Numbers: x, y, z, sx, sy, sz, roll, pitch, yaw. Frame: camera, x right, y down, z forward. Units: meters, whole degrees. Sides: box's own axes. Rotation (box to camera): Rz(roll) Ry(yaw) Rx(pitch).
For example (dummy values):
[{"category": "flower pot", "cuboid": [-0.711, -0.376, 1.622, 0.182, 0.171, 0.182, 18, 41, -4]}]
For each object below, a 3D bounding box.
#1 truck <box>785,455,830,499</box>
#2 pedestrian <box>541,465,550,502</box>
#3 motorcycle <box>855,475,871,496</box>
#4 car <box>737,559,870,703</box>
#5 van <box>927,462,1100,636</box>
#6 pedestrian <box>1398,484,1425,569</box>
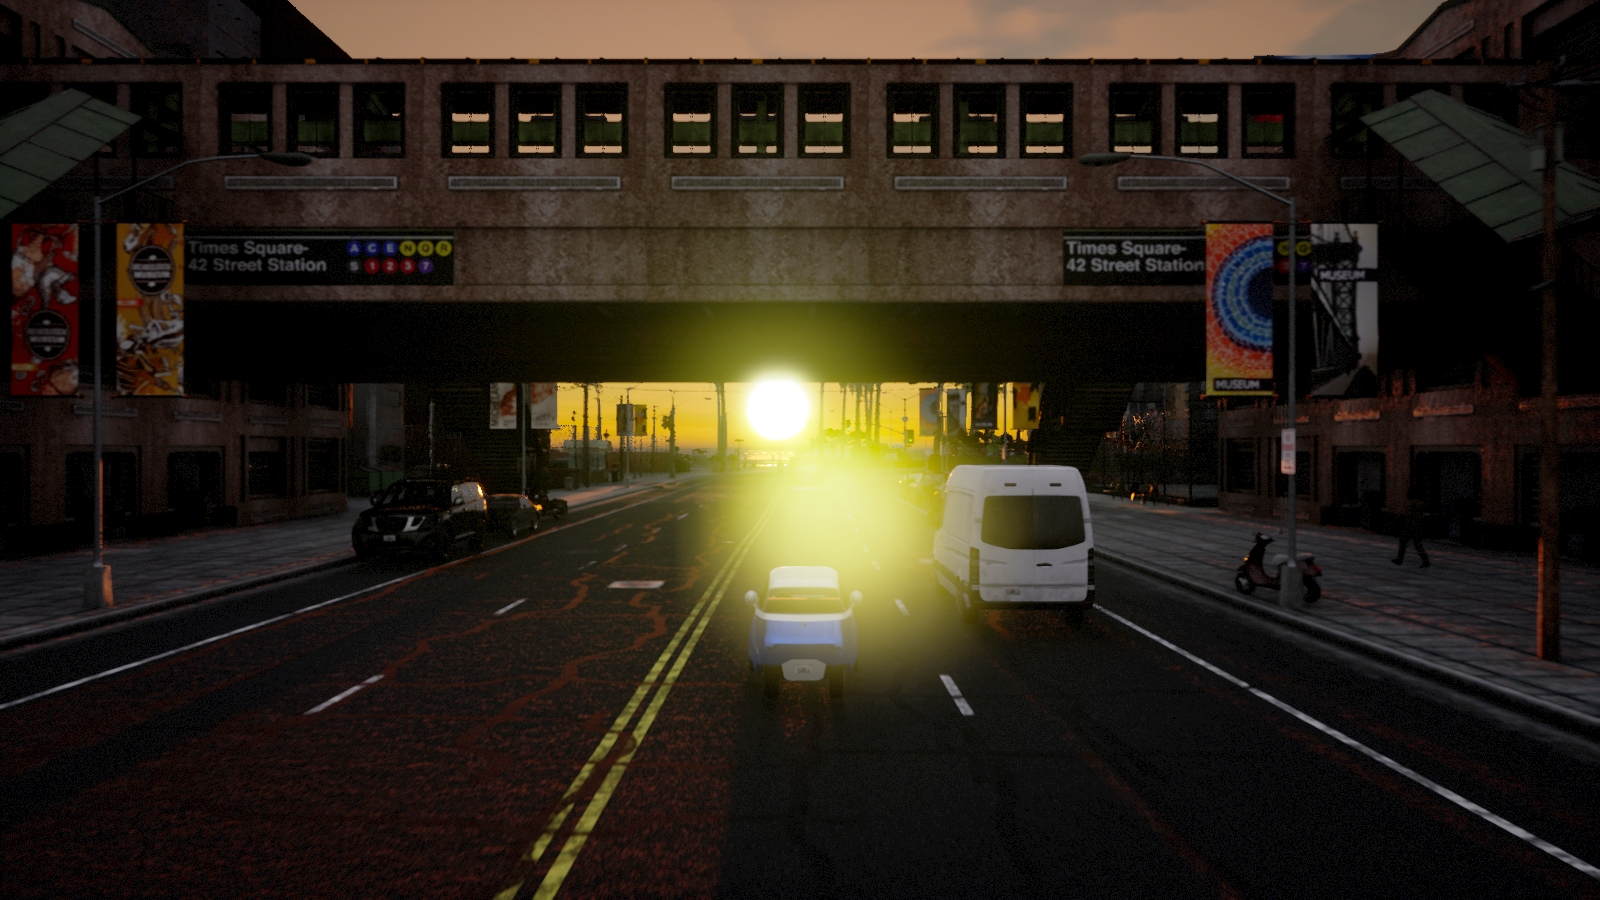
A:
[{"category": "truck", "cuboid": [0.412, 1.576, 68.371, 2.627, 2.467, 5.204, 0, 1, 0]}, {"category": "pedestrian", "cuboid": [-12.958, 1.699, 58.134, 0.375, 1.860, 0.375, 0, 0, 6]}, {"category": "motorcycle", "cuboid": [3.910, 2.205, 71.184, 0.867, 1.251, 2.209, 0, 0, 0]}, {"category": "car", "cuboid": [0.046, 2.120, 13.814, 1.481, 1.376, 2.207, 0, 0, 0]}, {"category": "van", "cuboid": [3.563, 1.534, 20.293, 1.988, 2.561, 5.915, 0, 0, 0]}, {"category": "pedestrian", "cuboid": [13.599, 1.696, 25.419, 0.375, 1.860, 0.375, 0, 0, -17]}]
